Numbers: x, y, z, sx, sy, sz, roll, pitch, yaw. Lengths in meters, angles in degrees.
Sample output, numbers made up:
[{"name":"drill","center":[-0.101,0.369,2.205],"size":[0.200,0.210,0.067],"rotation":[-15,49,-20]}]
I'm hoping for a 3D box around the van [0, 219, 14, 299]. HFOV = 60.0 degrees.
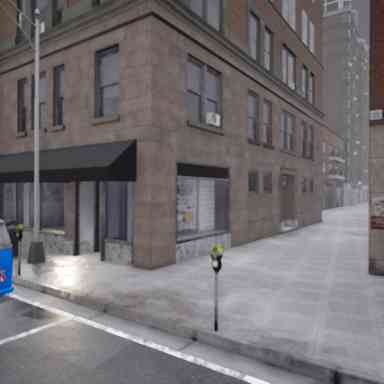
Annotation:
[{"name":"van","center":[-5.310,1.316,6.765],"size":[3.998,1.788,1.690],"rotation":[0,0,35]}]
